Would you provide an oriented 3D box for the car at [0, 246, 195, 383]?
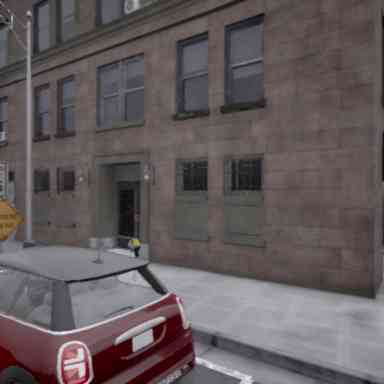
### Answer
[{"bbox_3d":[-2.050,1.436,4.307,4.097,1.590,1.967,0,0,35],"label":"car"}]

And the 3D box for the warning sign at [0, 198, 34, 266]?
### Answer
[{"bbox_3d":[-5.538,1.106,9.741,1.060,1.860,1.300,0,0,35],"label":"warning sign"}]
